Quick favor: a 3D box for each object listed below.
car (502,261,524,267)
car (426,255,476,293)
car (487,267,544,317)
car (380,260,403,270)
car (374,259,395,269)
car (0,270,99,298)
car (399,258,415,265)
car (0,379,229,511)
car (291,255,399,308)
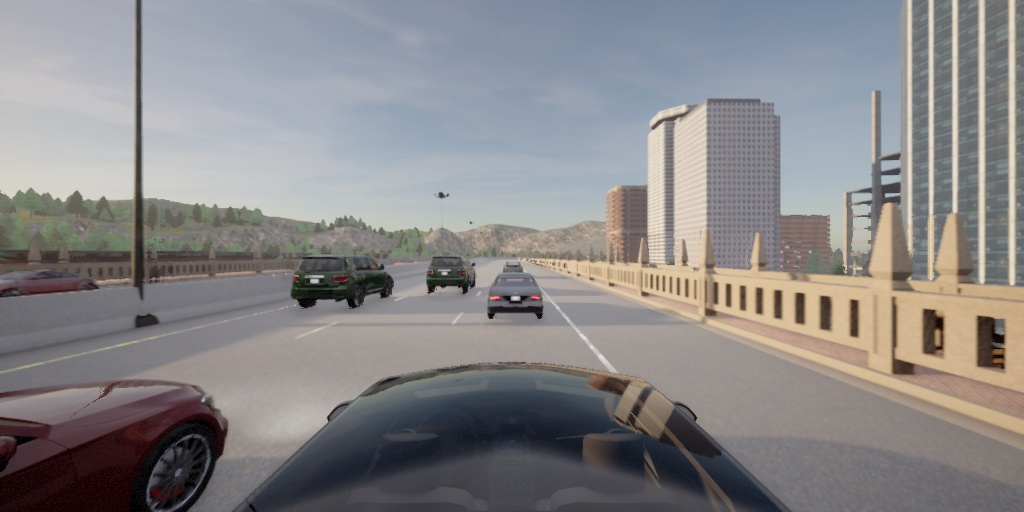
[{"bbox_3d":[0.107,1.247,34.337,2.128,1.511,4.902,0,0,0],"label":"car"},{"bbox_3d":[-3.396,0.968,20.767,2.150,2.045,5.566,0,0,0],"label":"car"},{"bbox_3d":[0.103,1.292,13.040,2.033,1.411,5.357,0,0,0],"label":"car"},{"bbox_3d":[-17.498,1.334,52.378,1.994,1.385,4.181,0,0,0],"label":"car"},{"bbox_3d":[-20.987,1.334,59.286,1.837,1.490,4.892,0,0,0],"label":"car"},{"bbox_3d":[-21.092,1.310,15.662,1.994,1.385,4.181,0,0,0],"label":"car"},{"bbox_3d":[-14.013,1.116,46.696,2.097,1.767,4.553,0,0,0],"label":"car"},{"bbox_3d":[-3.412,1.276,1.188,1.812,1.442,4.674,0,0,0],"label":"car"},{"bbox_3d":[-6.897,0.967,15.217,2.150,2.045,5.566,0,0,0],"label":"car"}]
